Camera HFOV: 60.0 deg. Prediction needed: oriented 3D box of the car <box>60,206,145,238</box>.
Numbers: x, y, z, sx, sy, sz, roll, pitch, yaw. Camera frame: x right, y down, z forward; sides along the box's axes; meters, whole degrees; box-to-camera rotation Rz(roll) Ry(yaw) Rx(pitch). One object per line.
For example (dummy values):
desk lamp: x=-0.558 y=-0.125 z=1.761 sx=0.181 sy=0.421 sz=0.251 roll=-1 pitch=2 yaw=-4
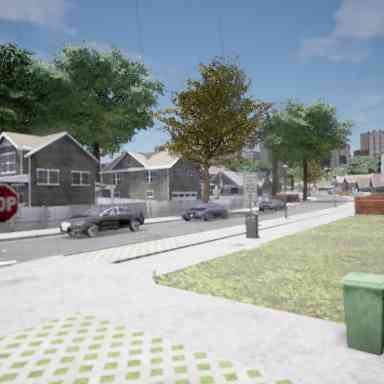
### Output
car: x=-4.673 y=1.499 z=17.925 sx=2.128 sy=1.511 sz=4.902 roll=-2 pitch=-1 yaw=36

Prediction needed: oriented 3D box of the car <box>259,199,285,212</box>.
car: x=9.013 y=1.469 z=37.089 sx=1.994 sy=1.385 sz=4.181 roll=-2 pitch=-1 yaw=35

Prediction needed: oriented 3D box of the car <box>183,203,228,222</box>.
car: x=1.105 y=1.536 z=25.944 sx=1.994 sy=1.385 sz=4.181 roll=-2 pitch=-1 yaw=35
